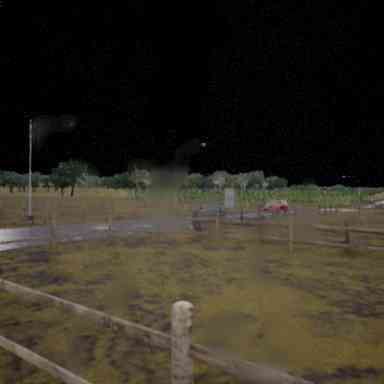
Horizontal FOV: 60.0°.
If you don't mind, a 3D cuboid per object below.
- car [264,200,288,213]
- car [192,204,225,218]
[{"bbox_3d":[12.914,2.241,50.680,2.150,2.045,5.566,2,-1,35],"label":"car"},{"bbox_3d":[1.792,2.001,35.045,1.994,1.385,4.181,2,0,35],"label":"car"}]
